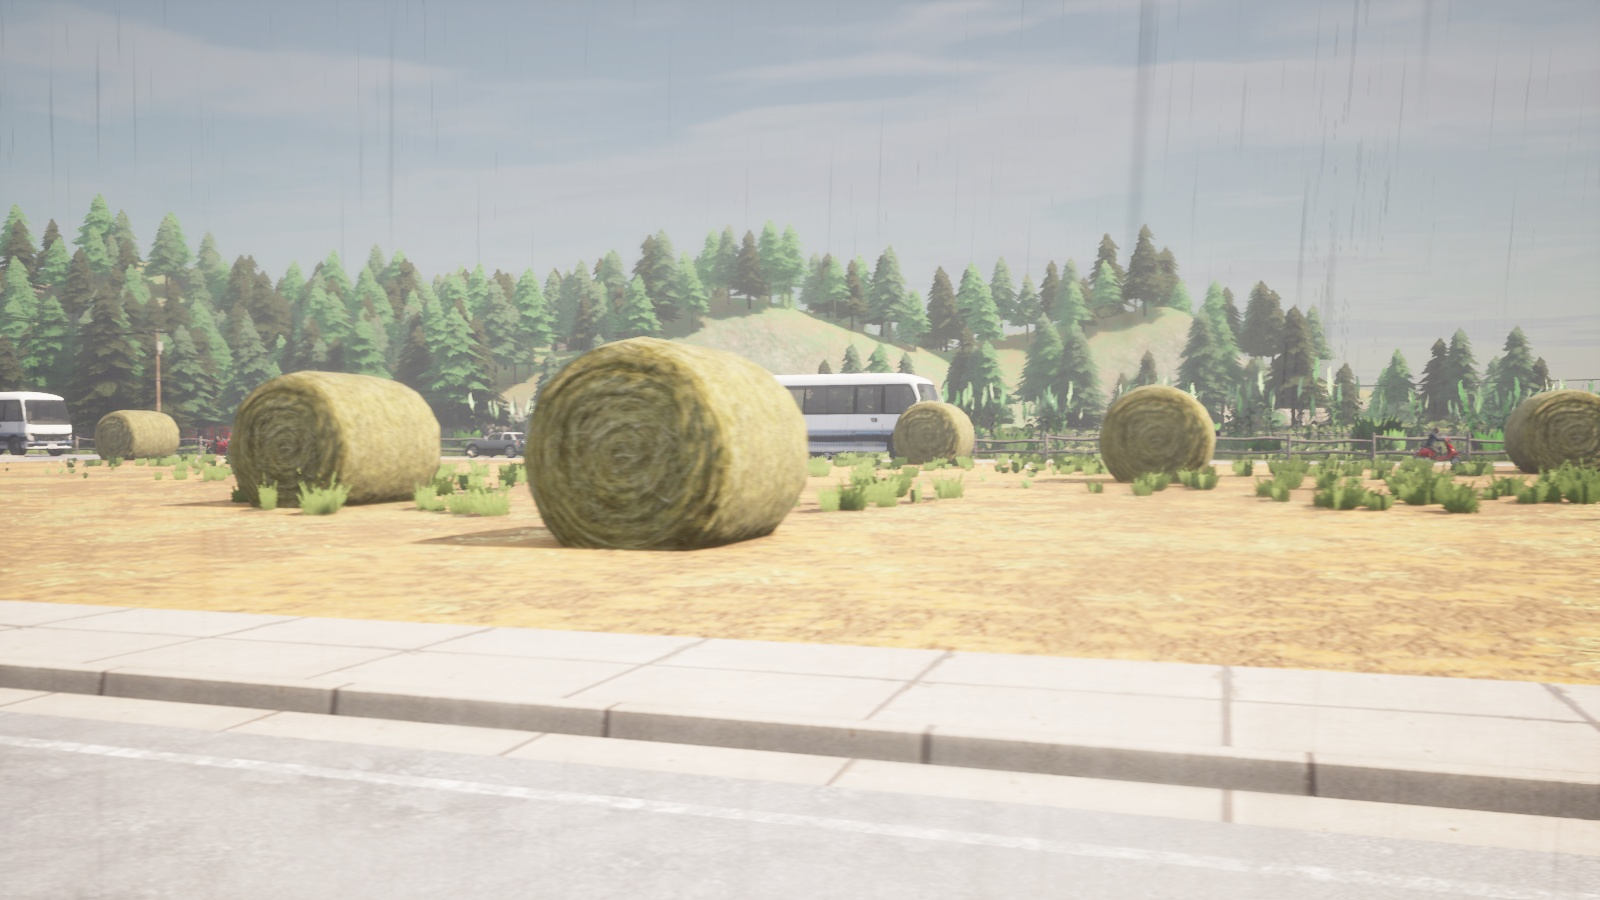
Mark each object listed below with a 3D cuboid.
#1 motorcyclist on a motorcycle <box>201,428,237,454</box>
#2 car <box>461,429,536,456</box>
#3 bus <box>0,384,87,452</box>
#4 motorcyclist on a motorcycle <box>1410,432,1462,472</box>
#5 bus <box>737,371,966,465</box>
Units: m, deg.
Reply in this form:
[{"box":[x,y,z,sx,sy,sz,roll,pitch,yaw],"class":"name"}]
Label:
[{"box":[-35.192,-0.546,76.089,2.044,1.523,0.797,1,1,22],"class":"motorcyclist on a motorcycle"},{"box":[-17.401,-0.443,72.537,3.806,1.475,1.970,1,1,22],"class":"car"},{"box":[-52.732,-2.091,83.309,10.273,4.253,3.944,0,1,22],"class":"bus"},{"box":[25.789,0.053,50.933,1.817,1.590,0.866,1,1,22],"class":"motorcyclist on a motorcycle"},{"box":[2.462,-1.518,60.537,10.273,4.253,3.944,1,1,22],"class":"bus"}]
